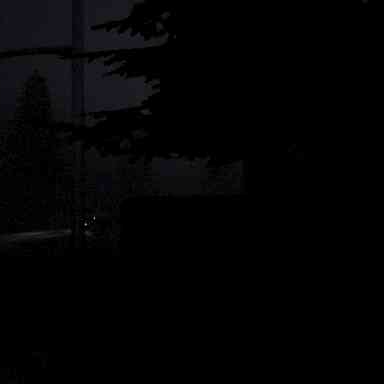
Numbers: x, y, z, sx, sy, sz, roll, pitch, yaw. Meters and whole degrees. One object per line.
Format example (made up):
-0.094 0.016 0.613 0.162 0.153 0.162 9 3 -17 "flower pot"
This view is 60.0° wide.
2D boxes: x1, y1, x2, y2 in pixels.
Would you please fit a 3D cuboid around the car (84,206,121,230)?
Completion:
-4.971 1.586 21.363 1.895 1.301 4.718 0 0 36 "car"
